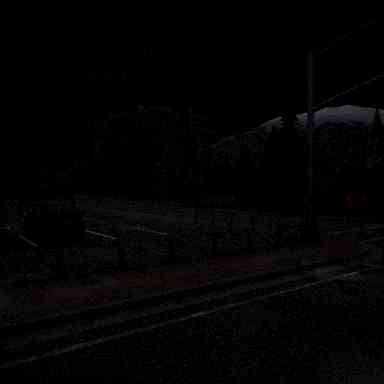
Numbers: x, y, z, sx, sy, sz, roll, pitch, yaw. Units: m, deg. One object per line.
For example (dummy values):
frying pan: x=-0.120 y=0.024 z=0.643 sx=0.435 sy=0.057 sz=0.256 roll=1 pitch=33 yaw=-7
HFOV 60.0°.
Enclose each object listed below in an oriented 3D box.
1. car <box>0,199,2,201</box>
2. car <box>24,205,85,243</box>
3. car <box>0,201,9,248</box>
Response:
car: x=-21.607 y=1.374 z=36.413 sx=1.845 sy=1.501 sz=3.633 roll=0 pitch=0 yaw=-36
car: x=-6.367 y=1.340 z=15.306 sx=2.007 sy=1.523 sz=4.514 roll=0 pitch=0 yaw=-36
car: x=-8.880 y=1.331 z=13.428 sx=2.152 sy=1.636 sz=5.027 roll=0 pitch=0 yaw=-36
